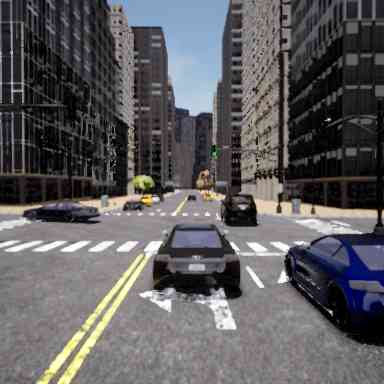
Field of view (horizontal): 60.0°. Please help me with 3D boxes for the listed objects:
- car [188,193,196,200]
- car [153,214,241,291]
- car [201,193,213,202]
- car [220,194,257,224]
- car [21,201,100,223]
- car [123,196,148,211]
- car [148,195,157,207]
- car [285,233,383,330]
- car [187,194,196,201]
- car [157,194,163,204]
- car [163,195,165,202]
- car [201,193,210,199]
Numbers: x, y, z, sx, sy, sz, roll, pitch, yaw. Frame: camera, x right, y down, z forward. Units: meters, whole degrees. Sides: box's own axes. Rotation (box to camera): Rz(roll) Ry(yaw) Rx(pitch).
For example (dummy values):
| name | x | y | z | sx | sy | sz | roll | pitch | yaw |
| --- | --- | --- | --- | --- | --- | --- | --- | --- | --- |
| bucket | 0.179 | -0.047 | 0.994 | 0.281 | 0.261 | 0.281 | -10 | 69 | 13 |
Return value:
| name | x | y | z | sx | sy | sz | roll | pitch | yaw |
| --- | --- | --- | --- | --- | --- | --- | --- | --- | --- |
| car | -0.020 | 1.109 | 79.544 | 1.882 | 1.535 | 5.008 | 0 | 0 | 0 |
| car | 0.098 | 1.526 | 8.931 | 1.994 | 1.385 | 4.181 | 0 | 0 | 0 |
| car | 3.233 | 1.161 | 68.709 | 1.882 | 1.535 | 5.008 | 0 | 0 | 0 |
| car | 3.361 | 1.123 | 24.596 | 2.150 | 2.045 | 5.566 | 1 | 1 | 0 |
| car | -9.287 | 1.360 | 23.621 | 5.357 | 1.411 | 2.033 | 1 | 1 | 14 |
| car | -6.600 | 1.398 | 38.280 | 1.994 | 1.385 | 4.181 | 0 | 0 | 0 |
| car | -6.595 | 1.270 | 47.208 | 1.882 | 1.535 | 5.008 | 0 | 0 | 0 |
| car | 3.350 | 1.535 | 6.848 | 1.994 | 1.385 | 4.181 | 0 | 0 | 0 |
| car | -0.018 | 1.183 | 69.485 | 1.837 | 1.490 | 4.892 | 0 | 0 | 0 |
| car | -6.544 | 1.272 | 56.656 | 1.812 | 1.442 | 4.674 | 0 | 0 | 1 |
| car | -6.518 | 1.201 | 66.857 | 1.837 | 1.490 | 4.892 | 0 | 0 | 0 |
| car | 3.230 | 0.966 | 79.126 | 1.837 | 1.490 | 4.892 | 0 | 0 | 0 |
